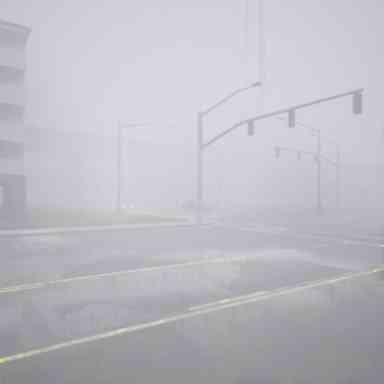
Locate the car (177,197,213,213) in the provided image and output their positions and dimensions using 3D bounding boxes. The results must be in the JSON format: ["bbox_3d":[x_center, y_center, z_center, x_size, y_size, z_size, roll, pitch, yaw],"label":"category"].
[{"bbox_3d":[0.603,1.782,40.555,1.837,1.490,4.892,1,2,-35],"label":"car"}]

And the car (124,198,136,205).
[{"bbox_3d":[-11.966,1.856,64.318,1.895,1.301,4.718,0,0,-3],"label":"car"}]
